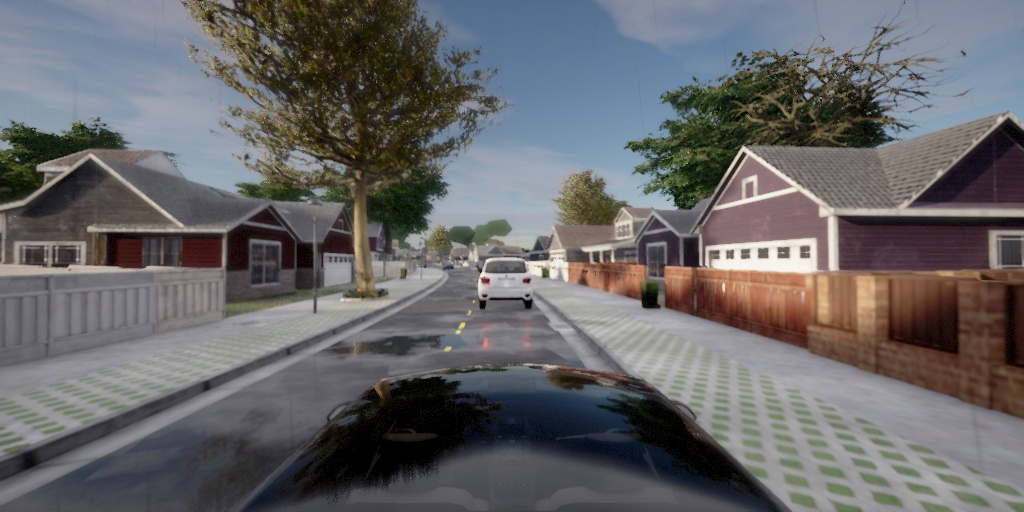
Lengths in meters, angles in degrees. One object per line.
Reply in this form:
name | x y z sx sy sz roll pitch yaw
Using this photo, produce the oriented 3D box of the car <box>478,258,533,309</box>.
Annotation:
car | -0.351 1.106 15.999 2.150 2.045 5.566 0 0 -3
